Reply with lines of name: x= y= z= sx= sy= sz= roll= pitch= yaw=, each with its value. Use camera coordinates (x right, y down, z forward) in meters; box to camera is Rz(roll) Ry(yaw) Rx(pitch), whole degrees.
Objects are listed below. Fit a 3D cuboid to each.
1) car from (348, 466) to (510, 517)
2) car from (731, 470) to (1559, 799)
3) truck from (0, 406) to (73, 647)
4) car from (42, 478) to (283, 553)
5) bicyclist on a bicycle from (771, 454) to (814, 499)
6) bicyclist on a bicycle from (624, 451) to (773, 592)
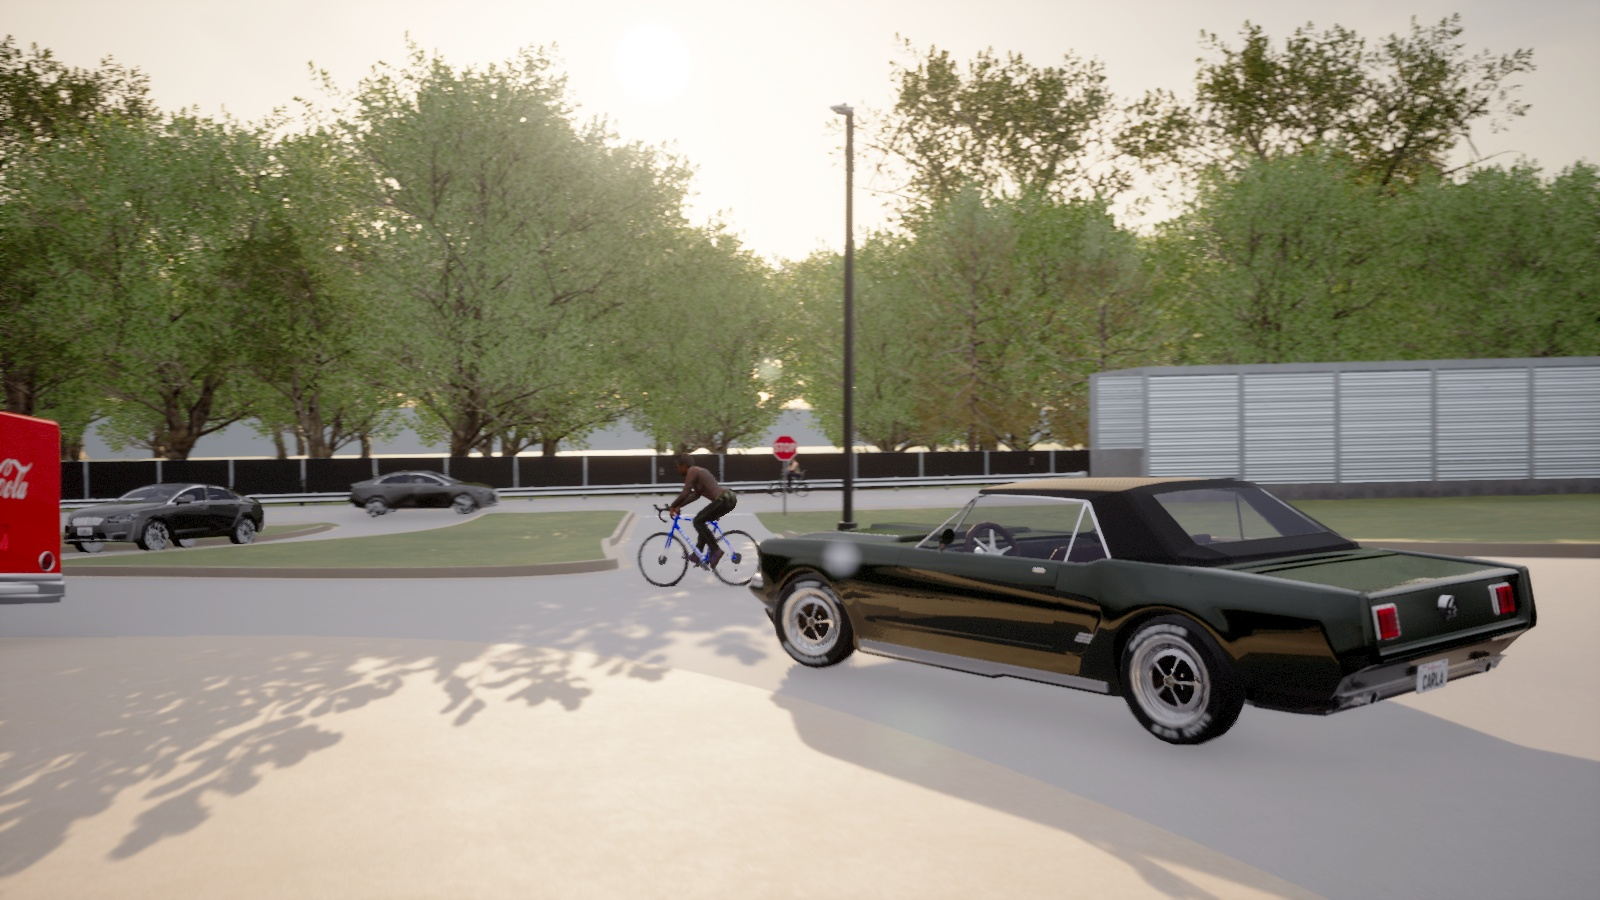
car: x=-12.531 y=1.384 z=42.703 sx=4.902 sy=1.511 sz=2.128 roll=-1 pitch=1 yaw=-4
car: x=1.715 y=0.821 z=7.760 sx=1.895 sy=1.301 sz=4.718 roll=-1 pitch=0 yaw=-38
truck: x=-10.852 y=0.792 z=12.886 sx=5.204 sy=2.467 sz=2.627 roll=-1 pitch=-6 yaw=6
car: x=-14.071 y=1.435 z=28.113 sx=2.128 sy=1.511 sz=4.902 roll=-2 pitch=-2 yaw=14
bicyclist on a bicycle: x=-0.283 y=0.989 z=47.133 sx=1.509 sy=1.612 sz=0.866 roll=2 pitch=2 yaw=-4
bicyclist on a bicycle: x=-1.223 y=0.866 z=15.137 sx=1.656 sy=1.620 sz=0.582 roll=-3 pitch=-3 yaw=19
